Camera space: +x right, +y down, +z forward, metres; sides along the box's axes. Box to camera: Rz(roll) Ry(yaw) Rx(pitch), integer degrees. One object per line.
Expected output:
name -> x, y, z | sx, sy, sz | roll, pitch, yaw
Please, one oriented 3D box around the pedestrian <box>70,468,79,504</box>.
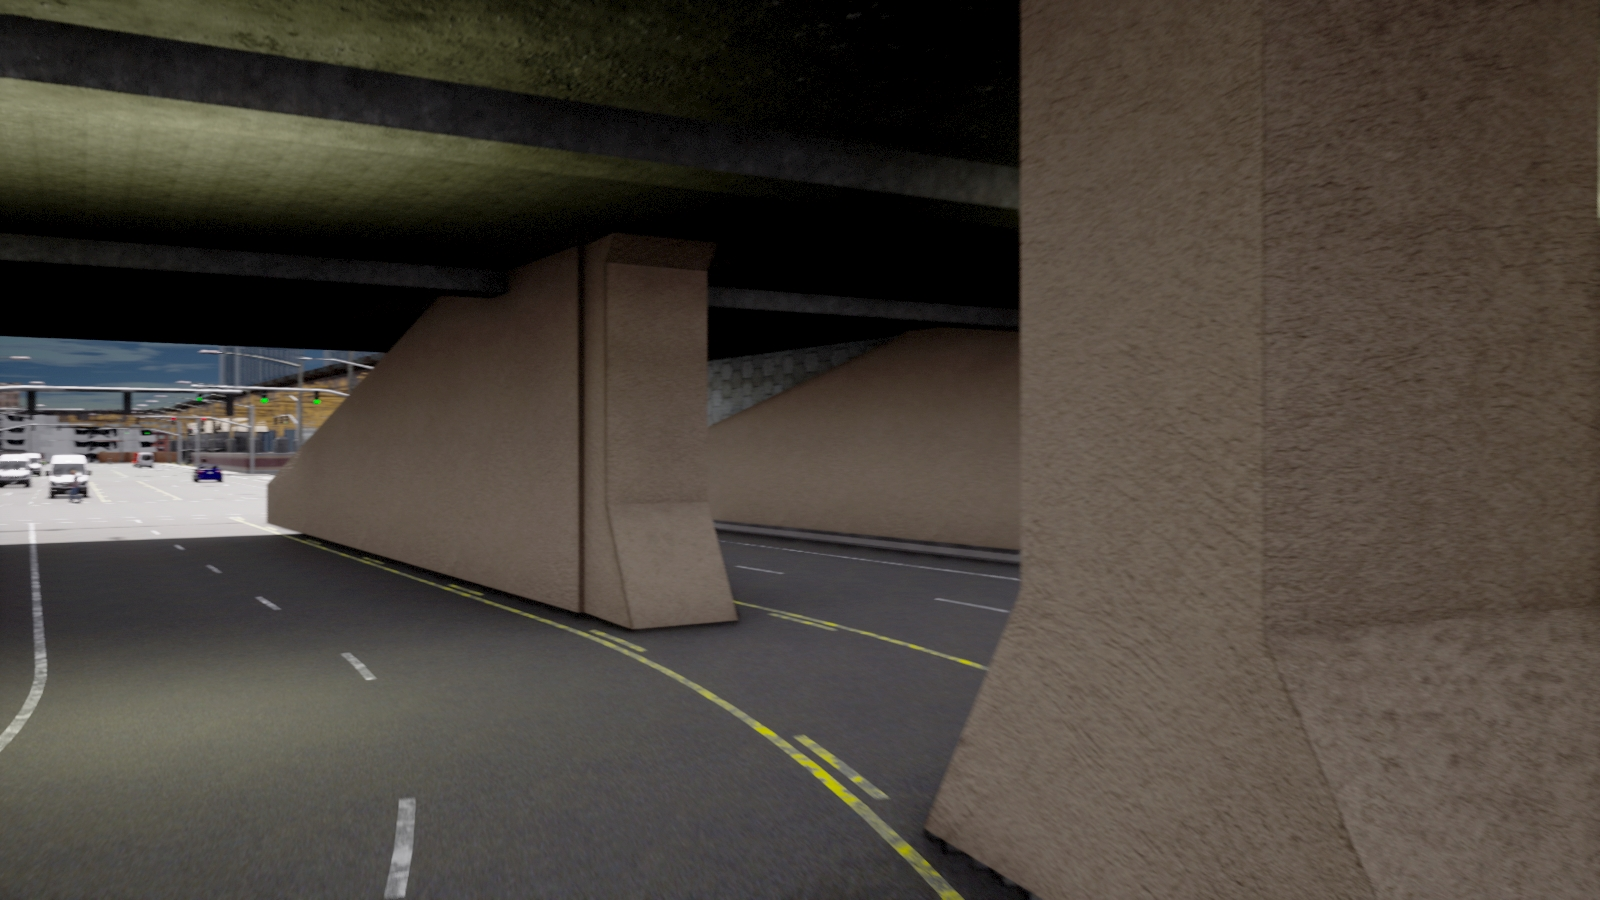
pedestrian -> -38.725, 1.920, 60.995 | 0.375, 1.860, 0.375 | 0, 0, -36
